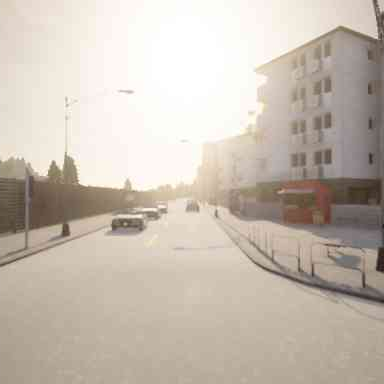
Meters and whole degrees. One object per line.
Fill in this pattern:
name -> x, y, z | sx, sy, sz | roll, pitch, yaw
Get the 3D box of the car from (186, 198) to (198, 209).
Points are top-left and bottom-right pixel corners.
car -> 0.002, 1.959, 58.407 | 2.097, 1.767, 4.553 | 0, -1, 0

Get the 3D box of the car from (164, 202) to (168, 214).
car -> -4.060, 1.993, 42.813 | 2.033, 1.411, 5.357 | 0, -1, 0

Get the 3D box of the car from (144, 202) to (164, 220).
car -> -4.093, 1.865, 32.511 | 1.812, 1.442, 4.674 | 0, -1, 0

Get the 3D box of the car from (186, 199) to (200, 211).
car -> 0.105, 2.068, 48.465 | 1.994, 1.385, 4.181 | 0, -1, 0

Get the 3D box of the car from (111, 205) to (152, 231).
car -> -4.093, 1.798, 22.425 | 1.994, 1.385, 4.181 | 0, -1, 0
